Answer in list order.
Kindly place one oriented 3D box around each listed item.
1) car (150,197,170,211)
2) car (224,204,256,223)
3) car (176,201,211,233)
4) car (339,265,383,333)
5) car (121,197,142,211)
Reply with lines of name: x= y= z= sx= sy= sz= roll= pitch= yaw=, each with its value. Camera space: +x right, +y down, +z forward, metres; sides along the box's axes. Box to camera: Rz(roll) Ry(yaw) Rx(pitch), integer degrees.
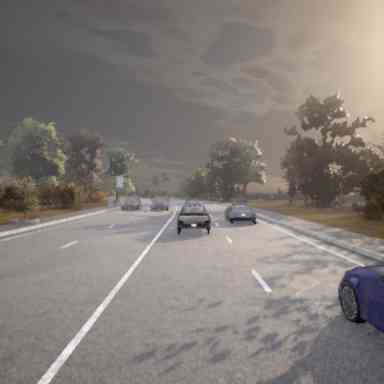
car: x=-3.796 y=1.358 z=39.747 sx=2.097 sy=1.767 sz=4.553 roll=0 pitch=0 yaw=-2
car: x=3.591 y=1.568 z=25.293 sx=1.994 sy=1.385 sz=4.181 roll=0 pitch=0 yaw=0
car: x=0.097 y=1.494 z=19.571 sx=2.128 sy=1.511 sz=4.902 roll=0 pitch=0 yaw=0
car: x=3.601 y=1.526 z=4.198 sx=1.812 sy=1.442 sz=4.674 roll=0 pitch=0 yaw=0
car: x=-7.329 y=1.357 z=40.696 sx=2.097 sy=1.767 sz=4.553 roll=0 pitch=0 yaw=-2
